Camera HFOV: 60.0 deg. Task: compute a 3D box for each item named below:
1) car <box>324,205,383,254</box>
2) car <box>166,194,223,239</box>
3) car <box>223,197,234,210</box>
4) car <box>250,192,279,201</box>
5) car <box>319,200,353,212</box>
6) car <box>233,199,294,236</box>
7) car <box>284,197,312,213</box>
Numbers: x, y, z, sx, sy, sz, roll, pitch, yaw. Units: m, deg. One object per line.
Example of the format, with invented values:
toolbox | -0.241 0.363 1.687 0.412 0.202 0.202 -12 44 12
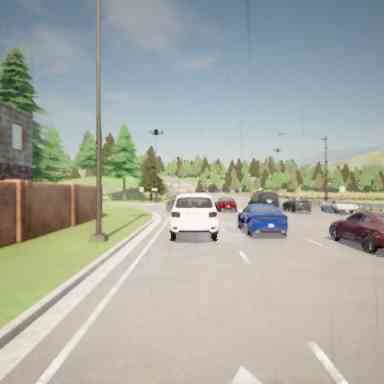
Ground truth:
car | 7.100 1.445 13.023 1.812 1.442 4.674 0 0 0
car | 0.085 1.117 16.656 2.150 2.045 5.566 0 0 0
car | 3.598 1.257 35.507 1.882 1.535 5.008 0 0 0
car | 7.098 1.016 33.036 2.150 2.045 5.566 0 0 0
car | 14.098 1.400 32.366 1.895 1.301 4.718 0 0 0
car | 3.599 1.368 17.612 1.882 1.535 5.008 0 0 0
car | 10.599 1.281 33.869 2.128 1.511 4.902 0 0 0
